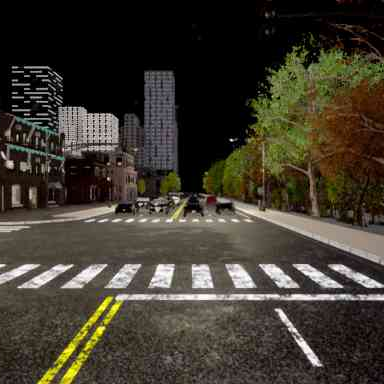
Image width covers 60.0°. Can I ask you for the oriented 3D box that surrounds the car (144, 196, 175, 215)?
[{"bbox_3d":[-3.275,1.480,34.270,2.128,1.511,4.902,0,0,0],"label":"car"}]

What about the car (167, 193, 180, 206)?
[{"bbox_3d":[-3.210,1.198,55.232,2.150,2.045,5.566,0,0,1],"label":"car"}]

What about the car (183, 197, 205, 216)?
[{"bbox_3d":[0.163,1.494,32.457,1.837,1.490,4.892,0,0,0],"label":"car"}]

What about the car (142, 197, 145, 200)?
[{"bbox_3d":[-6.505,1.476,44.045,2.128,1.511,4.902,0,0,0],"label":"car"}]

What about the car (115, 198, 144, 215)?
[{"bbox_3d":[-6.527,1.553,33.962,1.994,1.385,4.181,0,0,0],"label":"car"}]

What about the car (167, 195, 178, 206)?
[{"bbox_3d":[-3.248,1.489,44.511,1.837,1.490,4.892,0,0,0],"label":"car"}]

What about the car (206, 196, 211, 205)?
[{"bbox_3d":[3.465,1.455,58.848,1.882,1.535,5.008,0,0,0],"label":"car"}]

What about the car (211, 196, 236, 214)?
[{"bbox_3d":[3.416,1.480,34.869,2.128,1.511,4.902,0,0,0],"label":"car"}]

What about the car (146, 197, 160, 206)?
[{"bbox_3d":[-6.450,1.505,55.512,1.812,1.442,4.674,0,0,1],"label":"car"}]
